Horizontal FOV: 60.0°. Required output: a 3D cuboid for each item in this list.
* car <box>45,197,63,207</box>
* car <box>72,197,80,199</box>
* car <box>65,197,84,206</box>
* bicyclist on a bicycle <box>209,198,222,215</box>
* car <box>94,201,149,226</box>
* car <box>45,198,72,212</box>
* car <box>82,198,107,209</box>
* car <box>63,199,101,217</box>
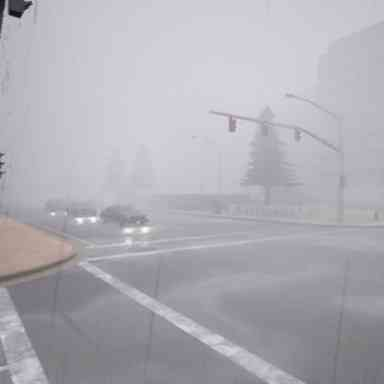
[{"bbox_3d":[-23.954,1.725,57.459,1.837,1.490,4.892,0,0,-35],"label":"car"},{"bbox_3d":[-18.097,1.682,49.256,2.128,1.511,4.902,0,0,-35],"label":"car"},{"bbox_3d":[-21.107,1.709,59.653,1.882,1.535,5.008,0,0,-35],"label":"car"},{"bbox_3d":[2.372,1.439,32.962,1.656,1.620,0.582,0,0,-35],"label":"bicyclist on a bicycle"},{"bbox_3d":[-5.121,1.645,24.532,2.033,1.411,5.357,0,0,-35],"label":"car"},{"bbox_3d":[-16.681,1.662,40.939,1.837,1.490,4.892,0,0,-35],"label":"car"},{"bbox_3d":[-15.075,1.748,51.109,2.033,1.411,5.357,0,0,-35],"label":"car"},{"bbox_3d":[-10.869,1.691,32.679,1.994,1.385,4.181,0,0,-35],"label":"car"}]
